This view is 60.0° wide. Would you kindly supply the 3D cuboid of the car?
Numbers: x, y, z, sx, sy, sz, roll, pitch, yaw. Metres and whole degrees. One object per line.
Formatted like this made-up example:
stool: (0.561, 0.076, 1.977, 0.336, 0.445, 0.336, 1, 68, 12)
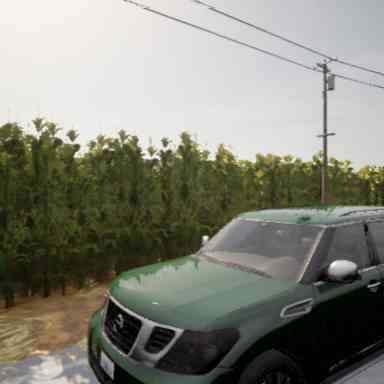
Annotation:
car: (1.511, 1.234, 4.591, 5.566, 2.045, 2.150, 0, 0, -34)
